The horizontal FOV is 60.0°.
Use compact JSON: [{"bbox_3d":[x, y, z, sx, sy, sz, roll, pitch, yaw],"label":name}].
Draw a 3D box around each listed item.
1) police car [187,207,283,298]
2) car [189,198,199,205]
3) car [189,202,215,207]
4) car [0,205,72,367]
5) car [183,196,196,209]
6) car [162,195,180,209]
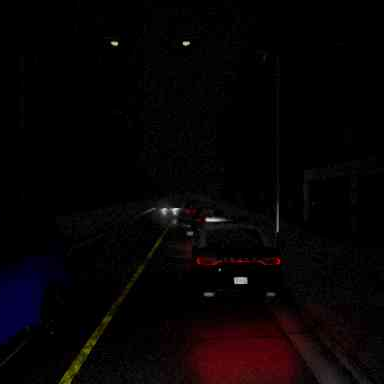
[{"bbox_3d":[0.899,1.428,8.707,1.930,1.638,5.238,0,0,0],"label":"police car"},{"bbox_3d":[0.897,1.490,24.598,1.882,1.535,5.008,0,0,0],"label":"car"},{"bbox_3d":[0.898,1.534,18.598,1.812,1.442,4.674,0,0,0],"label":"car"},{"bbox_3d":[-3.100,1.222,3.444,2.150,2.045,5.566,0,0,0],"label":"car"},{"bbox_3d":[0.012,1.633,46.005,1.895,1.301,4.718,0,0,1],"label":"car"},{"bbox_3d":[-3.103,1.559,47.193,1.812,1.442,4.674,0,0,0],"label":"car"}]
